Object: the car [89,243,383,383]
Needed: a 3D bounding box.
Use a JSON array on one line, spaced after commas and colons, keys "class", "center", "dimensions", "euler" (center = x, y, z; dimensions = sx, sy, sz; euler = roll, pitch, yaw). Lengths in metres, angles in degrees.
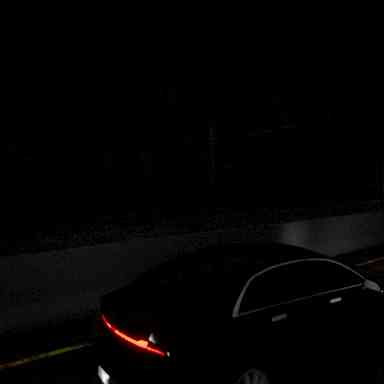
[{"class": "car", "center": [1.136, 1.475, 4.566], "dimensions": [4.892, 1.490, 1.837], "euler": [-1, 0, -35]}]
